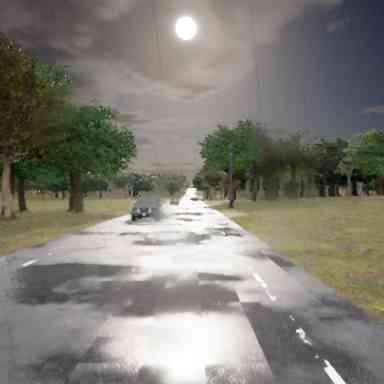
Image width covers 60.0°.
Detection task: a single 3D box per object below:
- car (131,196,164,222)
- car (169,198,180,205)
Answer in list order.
[{"bbox_3d":[-3.591,1.350,27.631,2.150,2.045,5.566,0,-1,0],"label":"car"},{"bbox_3d":[-3.483,1.952,67.363,2.033,1.411,5.357,0,0,0],"label":"car"}]
